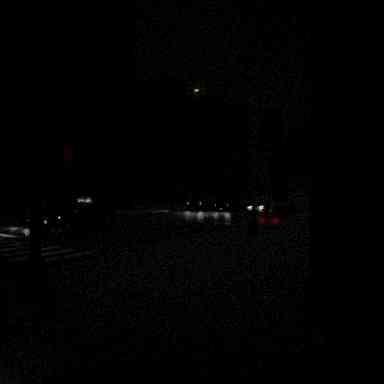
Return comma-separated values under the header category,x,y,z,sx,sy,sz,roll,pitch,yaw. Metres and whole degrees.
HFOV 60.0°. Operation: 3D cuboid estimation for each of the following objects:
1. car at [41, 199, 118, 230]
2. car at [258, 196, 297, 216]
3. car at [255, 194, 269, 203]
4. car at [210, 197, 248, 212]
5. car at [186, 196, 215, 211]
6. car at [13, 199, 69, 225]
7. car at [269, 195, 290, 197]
category,x,y,z,sx,sy,sz,roll,pitch,yaw
car,-6.917,1.431,20.899,2.128,1.511,4.902,0,0,35
car,8.056,1.386,30.477,1.812,1.442,4.674,0,0,35
car,10.980,1.081,51.664,1.882,1.535,5.008,0,0,35
car,4.327,1.460,36.791,1.895,1.301,4.718,0,0,35
car,1.320,1.221,38.166,2.097,1.767,4.553,0,0,35
car,-9.628,1.301,22.693,2.097,1.767,4.553,0,0,35
car,13.634,0.969,49.788,1.812,1.442,4.674,0,0,35
